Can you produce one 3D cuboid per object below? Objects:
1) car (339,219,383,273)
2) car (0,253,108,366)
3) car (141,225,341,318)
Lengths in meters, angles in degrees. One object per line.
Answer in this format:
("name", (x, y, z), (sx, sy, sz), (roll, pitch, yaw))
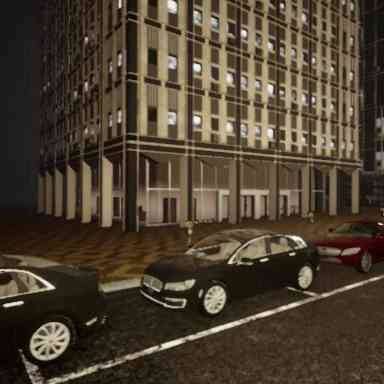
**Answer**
("car", (5.351, 1.520, 10.369), (4.206, 1.307, 1.802), (0, 1, -35))
("car", (-3.300, 1.553, 4.197), (4.403, 1.369, 2.008), (0, 1, -35))
("car", (1.026, 1.521, 7.283), (4.403, 1.369, 2.008), (0, 1, -35))
